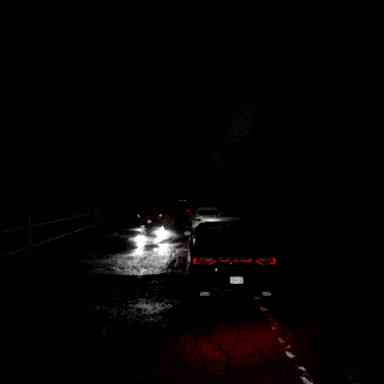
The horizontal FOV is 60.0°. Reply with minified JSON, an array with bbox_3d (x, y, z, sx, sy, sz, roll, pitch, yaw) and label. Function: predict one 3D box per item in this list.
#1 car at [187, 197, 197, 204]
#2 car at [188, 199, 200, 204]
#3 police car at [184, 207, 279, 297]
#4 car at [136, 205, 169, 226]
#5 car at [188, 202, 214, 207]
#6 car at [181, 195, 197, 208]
[{"bbox_3d":[-0.012,1.666,65.174,1.895,1.301,4.718,0,0,0],"label":"car"},{"bbox_3d":[0.820,1.511,24.619,1.837,1.490,4.892,0,0,0],"label":"car"},{"bbox_3d":[0.824,1.425,8.729,1.930,1.638,5.238,0,0,0],"label":"police car"},{"bbox_3d":[-2.754,1.606,23.713,1.895,1.301,4.718,0,0,0],"label":"car"},{"bbox_3d":[0.822,1.529,18.619,1.812,1.442,4.674,0,0,0],"label":"car"},{"bbox_3d":[0.029,1.520,46.093,2.128,1.511,4.902,0,0,0],"label":"car"}]
